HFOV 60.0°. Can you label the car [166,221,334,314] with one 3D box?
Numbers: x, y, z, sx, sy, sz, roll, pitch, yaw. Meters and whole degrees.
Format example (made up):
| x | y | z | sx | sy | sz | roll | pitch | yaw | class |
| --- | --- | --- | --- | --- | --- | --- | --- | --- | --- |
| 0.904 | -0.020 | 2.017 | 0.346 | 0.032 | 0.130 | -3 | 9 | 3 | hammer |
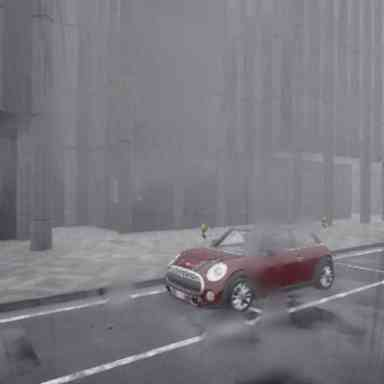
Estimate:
| x | y | z | sx | sy | sz | roll | pitch | yaw | class |
| --- | --- | --- | --- | --- | --- | --- | --- | --- | --- |
| 1.401 | 1.496 | 7.645 | 4.097 | 1.590 | 1.967 | 1 | -1 | -35 | car |
